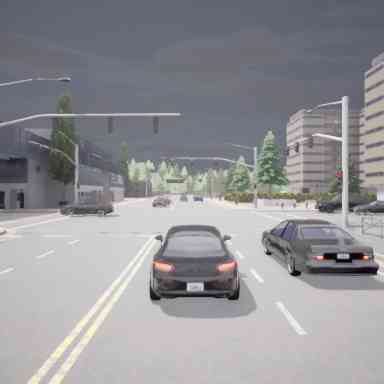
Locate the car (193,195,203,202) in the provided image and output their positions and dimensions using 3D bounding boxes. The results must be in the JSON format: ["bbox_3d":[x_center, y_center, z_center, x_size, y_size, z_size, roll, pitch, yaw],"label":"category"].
[{"bbox_3d":[1.568,1.523,78.727,1.882,1.535,5.008,0,0,-1],"label":"car"}]

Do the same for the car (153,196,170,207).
[{"bbox_3d":[-4.786,1.592,50.281,1.994,1.385,4.181,0,0,-2],"label":"car"}]

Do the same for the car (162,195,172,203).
[{"bbox_3d":[-5.225,1.518,70.590,1.882,1.535,5.008,0,0,-1],"label":"car"}]

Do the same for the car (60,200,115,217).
[{"bbox_3d":[-9.755,1.522,31.138,4.892,1.490,1.837,0,0,-2],"label":"car"}]

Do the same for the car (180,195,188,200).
[{"bbox_3d":[-2.194,1.517,88.792,1.994,1.385,4.181,0,0,-1],"label":"car"}]

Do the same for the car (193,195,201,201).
[{"bbox_3d":[1.305,1.551,88.865,1.837,1.490,4.892,0,0,-1],"label":"car"}]

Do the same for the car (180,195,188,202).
[{"bbox_3d":[-1.920,1.577,78.157,2.033,1.411,5.357,0,0,-1],"label":"car"}]

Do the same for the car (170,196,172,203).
[{"bbox_3d":[-5.025,1.598,60.258,1.994,1.385,4.181,0,0,-2],"label":"car"}]

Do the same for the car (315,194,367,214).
[{"bbox_3d":[16.285,1.243,36.021,5.566,2.045,2.150,0,0,-2],"label":"car"}]

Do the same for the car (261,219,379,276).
[{"bbox_3d":[3.533,1.553,10.294,2.033,1.411,5.357,0,0,0],"label":"car"}]

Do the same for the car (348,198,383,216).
[{"bbox_3d":[18.221,1.544,32.553,4.674,1.442,1.812,0,0,-2],"label":"car"}]

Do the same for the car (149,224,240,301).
[{"bbox_3d":[0.036,1.530,8.237,1.812,1.442,4.674,0,0,-1],"label":"car"}]
